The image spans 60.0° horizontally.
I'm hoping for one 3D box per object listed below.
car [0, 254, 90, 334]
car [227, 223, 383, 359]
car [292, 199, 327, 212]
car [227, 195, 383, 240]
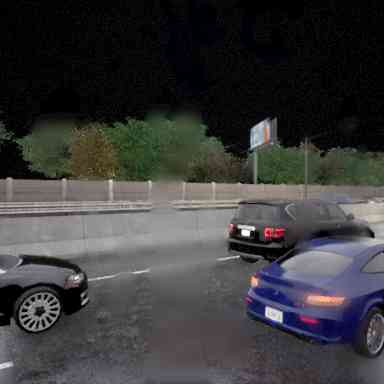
[{"bbox_3d":[-4.116,1.490,5.098,4.902,1.511,2.128,0,0,-36],"label":"car"},{"bbox_3d":[2.987,1.525,5.951,4.674,1.442,1.812,0,0,-36],"label":"car"},{"bbox_3d":[14.302,1.593,40.362,4.181,1.385,1.994,0,0,-36],"label":"car"},{"bbox_3d":[3.651,1.222,10.745,5.566,2.045,2.150,0,0,-36],"label":"car"}]
